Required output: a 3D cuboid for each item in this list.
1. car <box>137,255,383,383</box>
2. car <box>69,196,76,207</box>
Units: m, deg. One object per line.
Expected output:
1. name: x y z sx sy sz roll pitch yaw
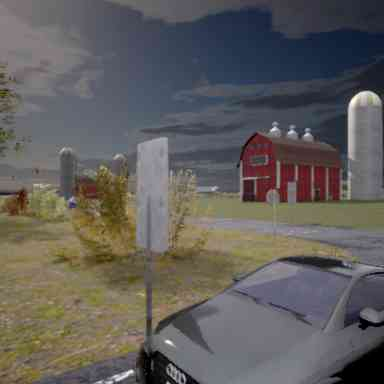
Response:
1. car: 1.472 1.537 3.989 4.181 1.385 1.994 -1 0 -35
2. car: -17.201 1.688 50.991 2.150 2.045 5.566 0 -1 -35
